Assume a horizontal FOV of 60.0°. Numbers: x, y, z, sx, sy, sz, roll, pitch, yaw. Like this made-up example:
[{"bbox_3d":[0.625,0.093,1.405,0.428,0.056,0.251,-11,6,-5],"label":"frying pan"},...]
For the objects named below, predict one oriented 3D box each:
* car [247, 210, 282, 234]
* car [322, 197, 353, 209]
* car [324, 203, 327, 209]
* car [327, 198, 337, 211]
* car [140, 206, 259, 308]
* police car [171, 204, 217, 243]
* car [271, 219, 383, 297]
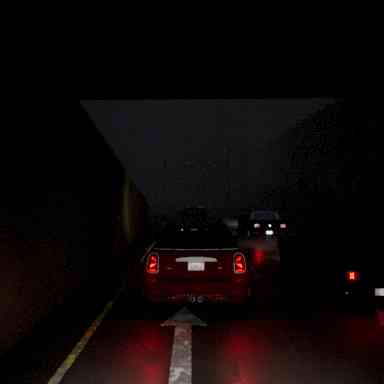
[{"bbox_3d":[3.600,1.600,17.656,1.895,1.301,4.718,0,0,0],"label":"car"},{"bbox_3d":[17.574,1.294,40.008,1.853,1.218,4.536,0,0,45],"label":"car"},{"bbox_3d":[17.537,1.451,39.971,2.038,1.542,4.974,0,0,45],"label":"car"},{"bbox_3d":[17.433,1.451,35.364,2.038,1.542,4.974,0,0,-35],"label":"car"},{"bbox_3d":[0.083,1.352,8.085,2.097,1.767,4.553,0,0,0],"label":"car"},{"bbox_3d":[0.096,1.504,17.210,2.038,1.542,4.974,0,0,0],"label":"police car"},{"bbox_3d":[3.607,1.601,8.499,1.895,1.301,4.718,0,0,0],"label":"car"}]
